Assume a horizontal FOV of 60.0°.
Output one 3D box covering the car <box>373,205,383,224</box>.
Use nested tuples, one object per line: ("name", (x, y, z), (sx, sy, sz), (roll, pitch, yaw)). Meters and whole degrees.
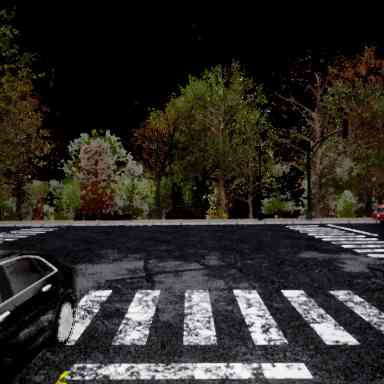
("car", (14.632, 1.127, 21.171), (5.566, 2.045, 2.150), (-1, -1, 1))

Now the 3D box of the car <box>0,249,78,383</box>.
("car", (-2.809, 1.502, 3.504), (1.837, 1.490, 4.892), (-1, 0, 2))
